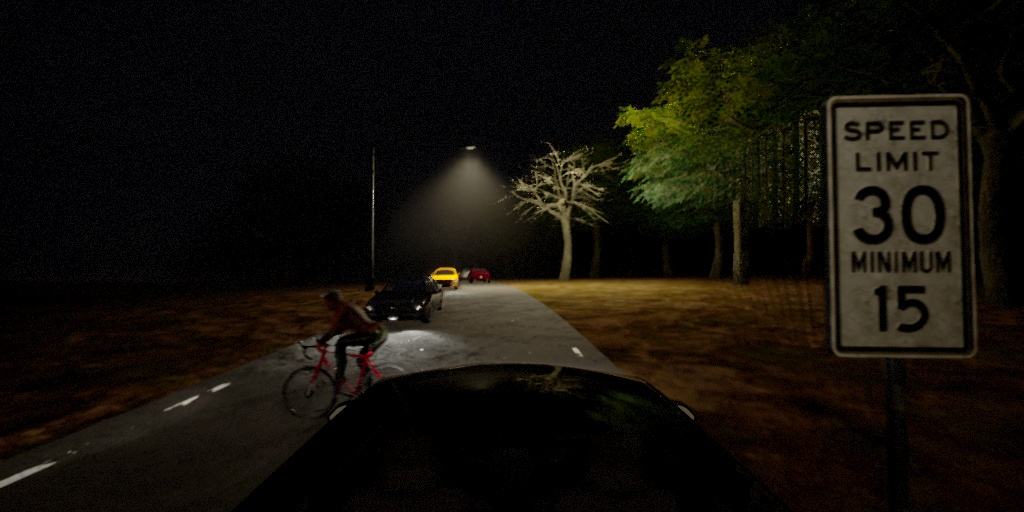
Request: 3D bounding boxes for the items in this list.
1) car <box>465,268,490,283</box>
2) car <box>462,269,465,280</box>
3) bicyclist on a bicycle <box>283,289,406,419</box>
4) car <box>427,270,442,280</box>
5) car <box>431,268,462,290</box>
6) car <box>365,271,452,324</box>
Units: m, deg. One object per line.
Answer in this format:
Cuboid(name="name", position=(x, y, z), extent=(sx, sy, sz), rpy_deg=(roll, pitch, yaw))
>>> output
Cuboid(name="car", position=(-3.396, 1.930, 36.145), extent=(1.882, 1.535, 5.008), rpy_deg=(0, -3, -11))
Cuboid(name="car", position=(-6.034, 2.469, 47.393), extent=(1.812, 1.442, 4.674), rpy_deg=(0, -3, -15))
Cuboid(name="bicyclist on a bicycle", position=(-2.059, 1.236, 4.490), extent=(1.656, 1.620, 0.582), rpy_deg=(-2, -1, -1))
Cuboid(name="car", position=(-12.760, 3.066, 58.586), extent=(1.882, 1.535, 5.008), rpy_deg=(1, -4, -19))
Cuboid(name="car", position=(-4.867, 1.619, 26.322), extent=(1.882, 1.535, 5.008), rpy_deg=(0, -1, -8))
Cuboid(name="car", position=(-3.552, 1.421, 12.814), extent=(2.033, 1.411, 5.357), rpy_deg=(0, -1, -4))
